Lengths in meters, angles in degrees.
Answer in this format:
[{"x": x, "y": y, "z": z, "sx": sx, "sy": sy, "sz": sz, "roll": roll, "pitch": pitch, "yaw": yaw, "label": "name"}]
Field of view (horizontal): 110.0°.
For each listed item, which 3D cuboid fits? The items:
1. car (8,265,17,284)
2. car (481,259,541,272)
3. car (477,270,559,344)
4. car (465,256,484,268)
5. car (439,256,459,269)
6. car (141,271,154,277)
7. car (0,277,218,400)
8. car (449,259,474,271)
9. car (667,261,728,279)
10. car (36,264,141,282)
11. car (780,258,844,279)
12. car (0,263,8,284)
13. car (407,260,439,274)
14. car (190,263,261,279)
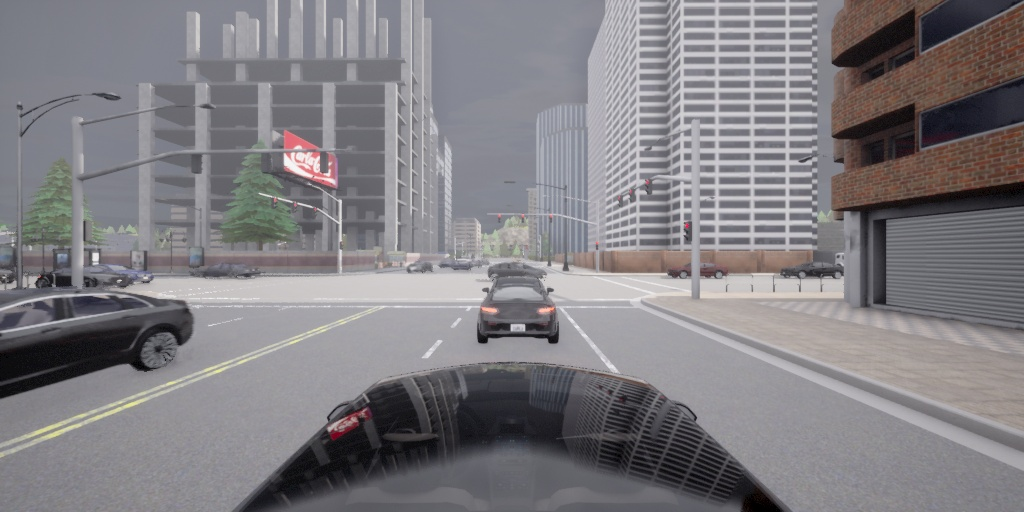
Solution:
[{"x": -37.853, "y": 1.252, "z": 25.070, "sx": 4.892, "sy": 1.490, "sz": 1.837, "roll": 0, "pitch": 0, "yaw": 0, "label": "car"}, {"x": 0.333, "y": 1.252, "z": 27.585, "sx": 4.892, "sy": 1.490, "sz": 1.837, "roll": 0, "pitch": 2, "yaw": 33, "label": "car"}, {"x": 0.158, "y": 1.275, "z": 9.492, "sx": 1.812, "sy": 1.442, "sz": 4.674, "roll": 0, "pitch": 0, "yaw": 1, "label": "car"}, {"x": -6.370, "y": 1.234, "z": 62.544, "sx": 2.128, "sy": 1.511, "sz": 4.902, "roll": 0, "pitch": 0, "yaw": 1, "label": "car"}, {"x": -9.972, "y": 1.095, "z": 55.549, "sx": 2.097, "sy": 1.767, "sz": 4.553, "roll": 0, "pitch": 0, "yaw": 1, "label": "car"}, {"x": -27.864, "y": 1.273, "z": 25.001, "sx": 4.674, "sy": 1.442, "sz": 1.812, "roll": 0, "pitch": 0, "yaw": 0, "label": "car"}, {"x": -7.082, "y": 1.241, "z": 4.887, "sx": 2.128, "sy": 1.511, "sz": 4.902, "roll": 0, "pitch": 0, "yaw": 1, "label": "car"}, {"x": -6.578, "y": 1.345, "z": 47.329, "sx": 1.895, "sy": 1.301, "sz": 4.718, "roll": 0, "pitch": 0, "yaw": 1, "label": "car"}, {"x": 16.462, "y": 1.224, "z": 31.913, "sx": 5.008, "sy": 1.535, "sz": 1.882, "roll": 0, "pitch": 0, "yaw": 0, "label": "car"}, {"x": -25.509, "y": 1.312, "z": 21.485, "sx": 4.181, "sy": 1.385, "sz": 1.994, "roll": 0, "pitch": 0, "yaw": 0, "label": "car"}, {"x": 26.655, "y": 1.224, "z": 31.836, "sx": 5.008, "sy": 1.535, "sz": 1.882, "roll": 0, "pitch": 0, "yaw": 0, "label": "car"}, {"x": -34.208, "y": 1.100, "z": 21.545, "sx": 4.553, "sy": 1.767, "sz": 2.097, "roll": 0, "pitch": 0, "yaw": 0, "label": "car"}, {"x": -10.420, "y": 1.237, "z": 40.920, "sx": 2.128, "sy": 1.511, "sz": 4.902, "roll": 0, "pitch": 0, "yaw": 5, "label": "car"}, {"x": -25.458, "y": 1.294, "z": 31.979, "sx": 5.357, "sy": 1.411, "sz": 2.033, "roll": 0, "pitch": 0, "yaw": 3, "label": "car"}]
